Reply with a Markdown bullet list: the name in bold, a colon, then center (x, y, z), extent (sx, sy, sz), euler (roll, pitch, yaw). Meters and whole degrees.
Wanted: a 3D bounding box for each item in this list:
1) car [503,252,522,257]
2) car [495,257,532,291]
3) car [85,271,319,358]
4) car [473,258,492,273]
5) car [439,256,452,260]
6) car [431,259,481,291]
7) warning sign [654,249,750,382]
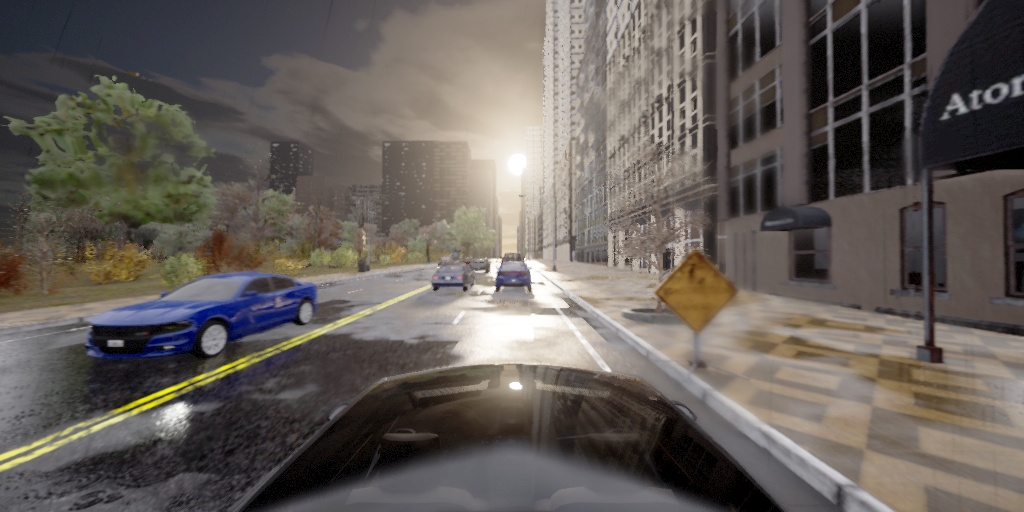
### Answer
- **car**: center (0.069, 0.635, 35.887), extent (2.150, 2.045, 5.566), euler (0, 1, 0)
- **car**: center (0.098, 1.033, 20.128), extent (1.882, 1.535, 5.008), euler (0, 1, 0)
- **car**: center (-6.590, 1.152, 8.452), extent (1.882, 1.535, 5.008), euler (0, 1, 0)
- **car**: center (-3.176, 0.898, 36.602), extent (2.128, 1.511, 4.902), euler (0, 1, 0)
- **car**: center (-9.804, 0.800, 53.540), extent (1.812, 1.442, 4.674), euler (0, 0, 0)
- **car**: center (-3.152, 1.103, 20.107), extent (2.033, 1.411, 5.357), euler (0, 1, 0)
- **warning sign**: center (2.850, 0.822, 5.499), extent (1.300, 1.860, 1.060), euler (0, 0, 0)
